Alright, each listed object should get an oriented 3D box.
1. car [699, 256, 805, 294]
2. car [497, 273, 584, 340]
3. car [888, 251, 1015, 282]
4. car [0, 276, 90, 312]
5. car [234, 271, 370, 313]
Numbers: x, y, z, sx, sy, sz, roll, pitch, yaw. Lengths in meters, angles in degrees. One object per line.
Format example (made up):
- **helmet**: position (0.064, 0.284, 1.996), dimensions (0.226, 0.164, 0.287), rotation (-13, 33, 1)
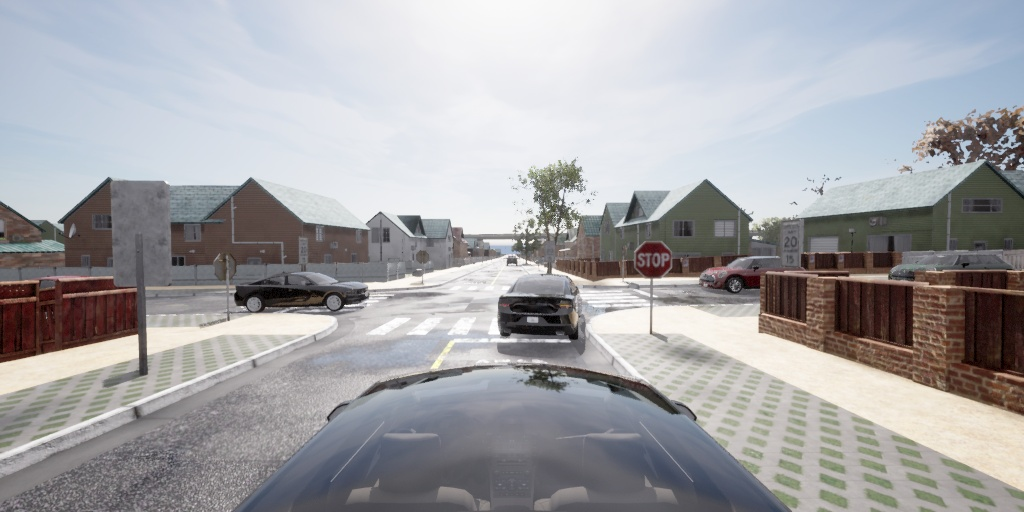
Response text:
- **car**: position (11.810, 0.820, 17.750), dimensions (4.553, 1.767, 2.097), rotation (-1, 2, 0)
- **car**: position (0.960, 1.224, 10.143), dimensions (1.882, 1.535, 5.008), rotation (0, 0, 12)
- **car**: position (21.705, 0.646, 17.819), dimensions (4.553, 1.767, 2.097), rotation (-1, 2, 0)
- **car**: position (-18.018, 1.547, 14.611), dimensions (5.008, 1.535, 1.882), rotation (-1, 2, 0)
- **car**: position (-8.465, 1.377, 14.672), dimensions (5.008, 1.535, 1.882), rotation (-1, 2, 0)
